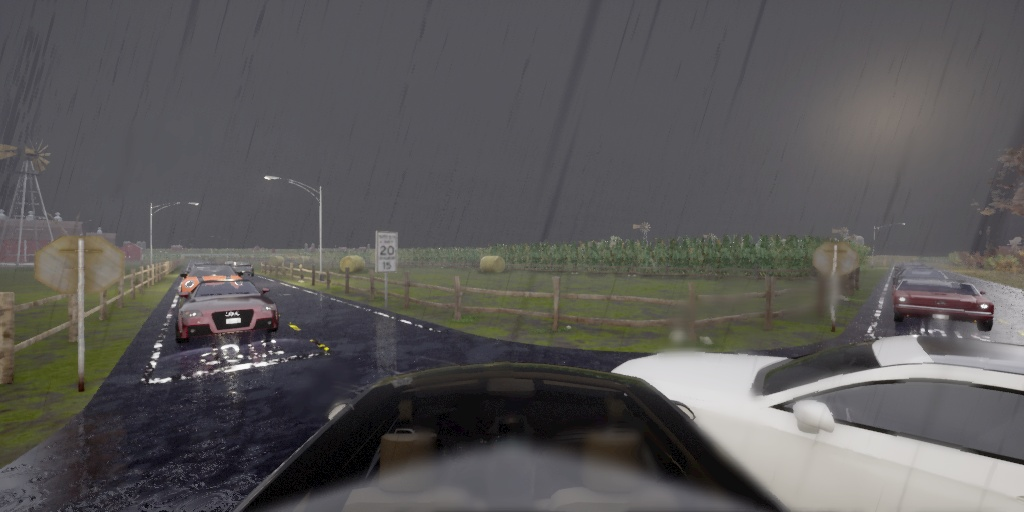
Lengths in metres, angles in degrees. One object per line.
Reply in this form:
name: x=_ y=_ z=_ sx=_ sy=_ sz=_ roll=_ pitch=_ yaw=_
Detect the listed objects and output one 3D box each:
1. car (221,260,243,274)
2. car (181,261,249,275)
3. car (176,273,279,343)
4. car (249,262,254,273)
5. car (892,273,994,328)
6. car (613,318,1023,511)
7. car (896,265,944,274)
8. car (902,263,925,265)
car: x=-33.704 y=1.300 z=43.131 sx=1.837 sy=1.490 sz=4.892 roll=0 pitch=0 yaw=-41
car: x=-13.718 y=1.138 z=16.444 sx=2.097 sy=1.767 sz=4.553 roll=0 pitch=0 yaw=-42
car: x=-7.941 y=1.354 z=9.961 sx=1.994 sy=1.385 sz=4.181 roll=0 pitch=0 yaw=-43
car: x=-26.983 y=1.280 z=35.673 sx=2.128 sy=1.511 sz=4.902 roll=0 pitch=0 yaw=-41
car: x=13.517 y=1.397 z=11.437 sx=4.718 sy=1.301 sz=1.895 roll=0 pitch=1 yaw=-43
car: x=2.838 y=1.294 z=2.375 sx=1.812 sy=1.442 sz=4.674 roll=0 pitch=1 yaw=-44
car: x=20.594 y=1.361 z=18.000 sx=5.357 sy=1.411 sz=2.033 roll=0 pitch=1 yaw=-43
car: x=27.349 y=1.398 z=24.255 sx=4.181 sy=1.385 sz=1.994 roll=0 pitch=1 yaw=-43
